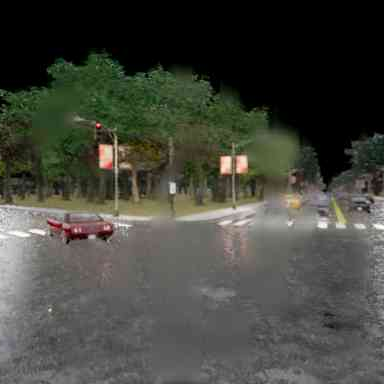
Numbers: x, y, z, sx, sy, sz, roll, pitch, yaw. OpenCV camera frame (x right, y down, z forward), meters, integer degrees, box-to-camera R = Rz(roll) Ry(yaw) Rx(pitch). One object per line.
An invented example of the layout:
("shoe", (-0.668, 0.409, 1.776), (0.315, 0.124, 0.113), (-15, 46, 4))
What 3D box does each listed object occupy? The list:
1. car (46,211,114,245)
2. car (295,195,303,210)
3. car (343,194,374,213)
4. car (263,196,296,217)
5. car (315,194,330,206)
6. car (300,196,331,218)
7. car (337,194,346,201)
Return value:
("car", (-5.371, 1.544, 15.448), (1.895, 1.301, 4.718), (-1, 0, -35))
("car", (11.364, 1.232, 38.316), (1.882, 1.535, 5.008), (-1, 0, 22))
("car", (15.926, 1.224, 32.026), (1.837, 1.490, 4.892), (-1, 0, 22))
("car", (7.587, 1.372, 29.174), (2.033, 1.411, 5.357), (-1, 0, 23))
("car", (18.407, 1.126, 46.952), (1.882, 1.535, 5.008), (-1, 0, 22))
("car", (10.557, 1.342, 27.861), (2.033, 1.411, 5.357), (-1, 0, 23))
("car", (28.966, 1.098, 64.177), (1.895, 1.301, 4.718), (-1, 0, 22))
